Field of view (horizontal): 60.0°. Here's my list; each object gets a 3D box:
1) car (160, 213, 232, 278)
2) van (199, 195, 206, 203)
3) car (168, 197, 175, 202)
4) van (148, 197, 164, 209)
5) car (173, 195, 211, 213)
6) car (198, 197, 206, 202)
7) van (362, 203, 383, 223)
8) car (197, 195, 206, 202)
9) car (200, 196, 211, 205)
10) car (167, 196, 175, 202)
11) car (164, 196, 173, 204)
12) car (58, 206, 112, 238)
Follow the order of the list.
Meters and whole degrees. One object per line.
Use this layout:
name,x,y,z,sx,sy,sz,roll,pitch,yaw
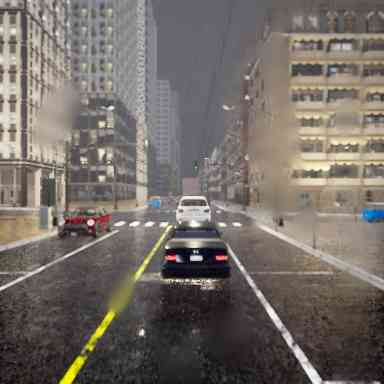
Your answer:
car,0.098,1.597,10.228,2.033,1.411,5.357,0,0,0
van,2.678,1.775,83.823,1.690,1.788,3.998,0,0,0
car,-5.703,2.021,94.751,1.752,1.417,4.829,0,0,0
van,-5.697,1.593,50.516,1.690,1.788,3.998,0,0,0
car,0.103,1.338,22.884,2.150,2.045,5.566,0,0,0
car,2.678,2.016,89.372,2.008,1.369,4.403,0,0,0
van,16.926,1.843,28.776,3.998,1.788,1.690,1,-1,0
car,2.677,1.812,94.925,2.192,1.841,5.009,0,0,0
car,2.681,1.657,67.171,2.192,1.841,5.009,0,0,0
car,-5.703,1.905,89.371,1.967,1.590,4.097,0,0,0
car,-5.700,1.897,72.548,1.752,1.417,4.829,0,0,0
car,-5.693,1.527,18.041,1.967,1.590,4.097,0,0,0
